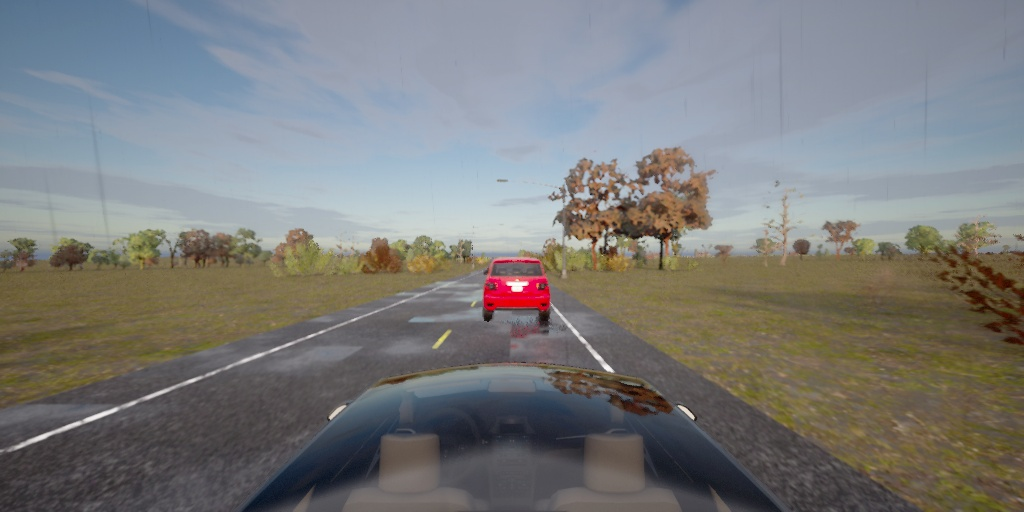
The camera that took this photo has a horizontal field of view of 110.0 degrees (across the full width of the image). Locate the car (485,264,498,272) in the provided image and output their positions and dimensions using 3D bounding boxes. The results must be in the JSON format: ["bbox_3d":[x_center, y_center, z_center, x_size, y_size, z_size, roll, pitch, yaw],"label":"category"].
[{"bbox_3d":[-3.606,2.112,63.931,1.895,1.301,4.718,0,-1,0],"label":"car"}]

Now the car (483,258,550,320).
[{"bbox_3d":[0.106,1.111,13.362,2.150,2.045,5.566,0,-1,-1],"label":"car"}]

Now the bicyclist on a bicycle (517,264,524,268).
[{"bbox_3d":[0.961,1.569,38.408,0.659,1.776,1.843,0,0,0],"label":"bicyclist on a bicycle"}]
